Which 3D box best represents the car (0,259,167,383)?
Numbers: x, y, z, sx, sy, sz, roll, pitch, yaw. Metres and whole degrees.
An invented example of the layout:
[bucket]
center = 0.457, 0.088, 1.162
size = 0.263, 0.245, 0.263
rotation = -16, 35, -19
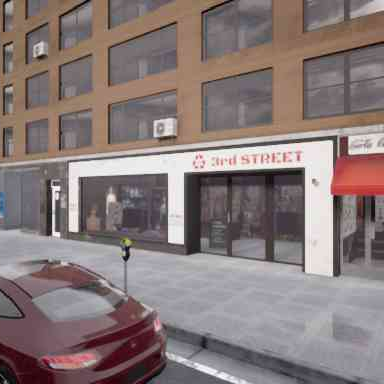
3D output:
[car]
center = -2.217, 1.581, 4.395
size = 4.206, 1.307, 1.802
rotation = 0, 0, 36
